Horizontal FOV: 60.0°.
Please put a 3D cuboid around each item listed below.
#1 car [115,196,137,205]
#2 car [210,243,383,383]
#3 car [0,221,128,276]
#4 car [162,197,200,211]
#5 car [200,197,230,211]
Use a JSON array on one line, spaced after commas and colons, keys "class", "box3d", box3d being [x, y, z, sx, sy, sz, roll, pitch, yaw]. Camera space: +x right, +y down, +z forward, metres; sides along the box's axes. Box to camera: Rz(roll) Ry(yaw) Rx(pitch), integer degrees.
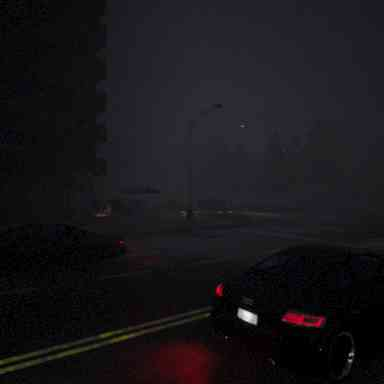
[{"class": "car", "box3d": [-10.347, 1.407, 53.301, 4.892, 1.490, 1.837, 0, -1, 31]}, {"class": "car", "box3d": [2.345, 1.555, 5.425, 4.181, 1.385, 1.994, 0, 0, -35]}, {"class": "car", "box3d": [-4.549, 1.545, 9.299, 5.357, 1.411, 2.033, 0, 0, -35]}, {"class": "car", "box3d": [-1.579, 1.382, 38.900, 1.882, 1.535, 5.008, 0, 0, -36]}, {"class": "car", "box3d": [2.461, 1.388, 39.247, 2.128, 1.511, 4.902, 0, 0, -36]}]
